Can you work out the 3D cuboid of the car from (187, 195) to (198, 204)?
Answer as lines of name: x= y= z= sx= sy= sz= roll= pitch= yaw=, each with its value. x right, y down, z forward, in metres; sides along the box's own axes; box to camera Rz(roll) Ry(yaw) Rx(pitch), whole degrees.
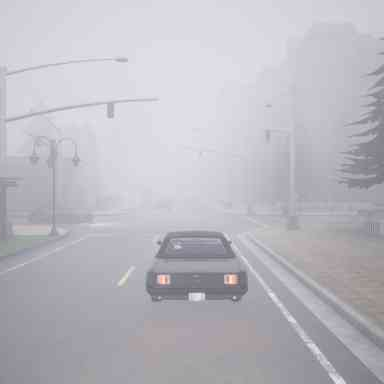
car: x=0.082 y=1.351 z=64.556 sx=2.097 sy=1.767 sz=4.553 roll=0 pitch=0 yaw=0

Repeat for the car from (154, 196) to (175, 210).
car: x=-3.606 y=1.526 z=42.705 sx=1.812 sy=1.442 sz=4.674 roll=0 pitch=0 yaw=1

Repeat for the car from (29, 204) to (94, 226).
car: x=-9.004 y=1.547 z=23.060 sx=4.181 sy=1.385 sz=1.994 roll=0 pitch=0 yaw=4

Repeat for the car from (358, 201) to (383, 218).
car: x=16.862 y=1.493 z=28.536 sx=5.008 sy=1.535 sz=1.882 roll=0 pitch=0 yaw=-2

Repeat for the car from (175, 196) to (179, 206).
car: x=-3.601 y=1.601 z=52.929 sx=1.895 sy=1.301 sz=4.718 roll=0 pitch=0 yaw=0

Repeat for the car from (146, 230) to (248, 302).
car: x=0.067 y=1.601 z=8.220 sx=1.895 sy=1.301 sz=4.718 roll=0 pitch=0 yaw=-1
